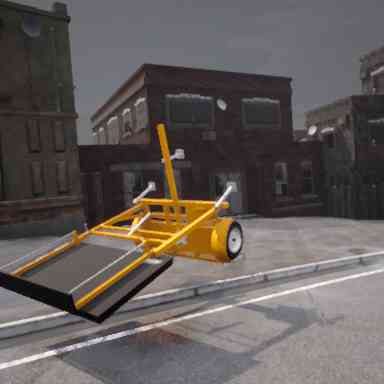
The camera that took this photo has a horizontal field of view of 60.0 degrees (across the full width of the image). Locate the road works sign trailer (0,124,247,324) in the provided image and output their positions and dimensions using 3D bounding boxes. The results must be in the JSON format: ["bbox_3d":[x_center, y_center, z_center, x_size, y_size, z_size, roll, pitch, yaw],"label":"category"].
[{"bbox_3d":[-1.043,0.559,5.457,2.380,2.880,3.560,1,20,36],"label":"road works sign trailer"}]
